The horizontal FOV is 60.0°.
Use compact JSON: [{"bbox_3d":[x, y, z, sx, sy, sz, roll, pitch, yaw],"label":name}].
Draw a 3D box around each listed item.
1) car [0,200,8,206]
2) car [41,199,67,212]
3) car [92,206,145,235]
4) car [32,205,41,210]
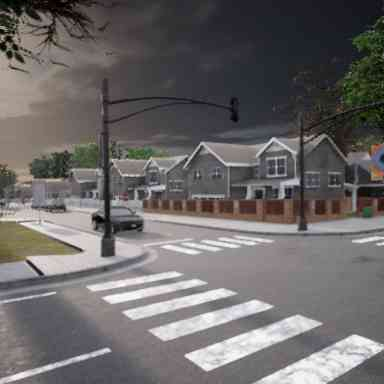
[{"bbox_3d":[-43.284,2.488,75.900,1.882,1.535,5.008,-1,0,-35],"label":"car"},{"bbox_3d":[-18.882,1.795,45.940,2.097,1.767,4.553,-1,0,-35],"label":"car"},{"bbox_3d":[-4.688,1.654,20.702,1.882,1.535,5.008,-1,0,-35],"label":"car"},{"bbox_3d":[-24.745,2.098,54.238,1.812,1.442,4.674,-1,0,-35],"label":"car"}]
